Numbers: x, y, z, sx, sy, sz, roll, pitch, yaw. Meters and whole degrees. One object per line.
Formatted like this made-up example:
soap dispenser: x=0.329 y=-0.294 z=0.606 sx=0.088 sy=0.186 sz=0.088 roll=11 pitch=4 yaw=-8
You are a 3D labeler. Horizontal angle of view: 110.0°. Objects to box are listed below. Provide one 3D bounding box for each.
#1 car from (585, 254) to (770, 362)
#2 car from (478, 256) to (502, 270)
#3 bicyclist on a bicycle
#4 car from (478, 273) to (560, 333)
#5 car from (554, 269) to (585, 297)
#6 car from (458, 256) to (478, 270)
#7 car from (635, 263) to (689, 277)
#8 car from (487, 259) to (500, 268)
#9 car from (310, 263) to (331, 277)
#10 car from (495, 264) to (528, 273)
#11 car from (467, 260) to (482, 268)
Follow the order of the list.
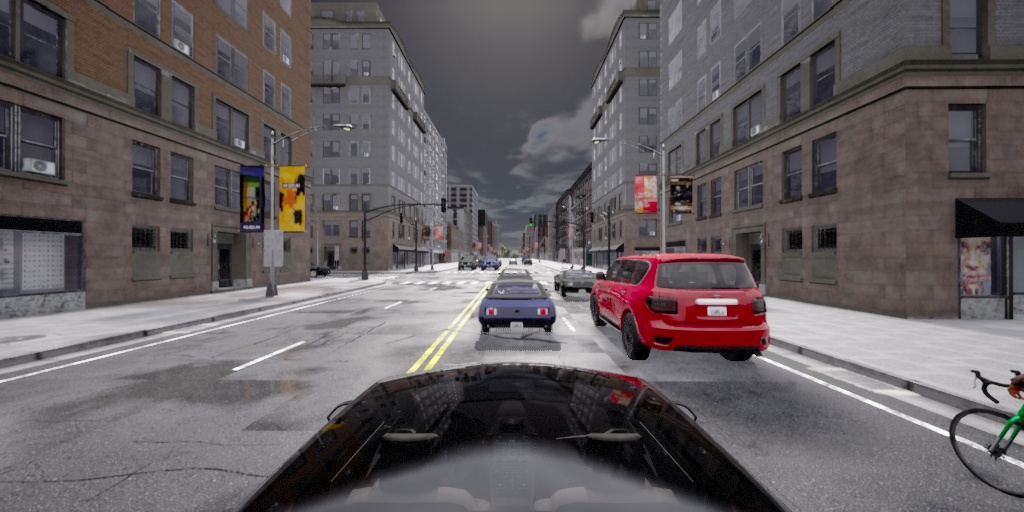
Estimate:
car: x=3.345 y=0.971 z=8.384 sx=2.150 sy=2.045 sz=5.566 roll=0 pitch=0 yaw=2
car: x=-3.139 y=0.976 z=51.710 sx=2.150 sy=2.045 sz=5.566 roll=0 pitch=0 yaw=2
bicyclist on a bicycle: x=4.148 y=1.203 z=2.585 sx=0.582 sy=1.620 sz=1.656 roll=0 pitch=0 yaw=0
car: x=0.130 y=1.350 z=10.704 sx=1.895 sy=1.301 sz=4.718 roll=0 pitch=0 yaw=0
car: x=3.318 y=1.350 z=19.040 sx=1.895 sy=1.301 sz=4.718 roll=0 pitch=0 yaw=0
car: x=-6.414 y=0.976 z=52.009 sx=2.150 sy=2.045 sz=5.566 roll=0 pitch=0 yaw=0
car: x=15.181 y=1.401 z=36.435 sx=4.718 sy=1.301 sz=1.895 roll=0 pitch=0 yaw=0
car: x=-3.113 y=1.280 z=61.227 sx=1.812 sy=1.442 sz=4.674 roll=0 pitch=0 yaw=1
car: x=-19.752 y=1.203 z=33.749 sx=5.008 sy=1.535 sz=1.882 roll=0 pitch=0 yaw=1
car: x=0.140 y=1.350 z=20.676 sx=1.895 sy=1.301 sz=4.718 roll=0 pitch=0 yaw=-1
car: x=-6.366 y=1.318 z=61.415 sx=1.994 sy=1.385 sz=4.181 roll=0 pitch=0 yaw=0
